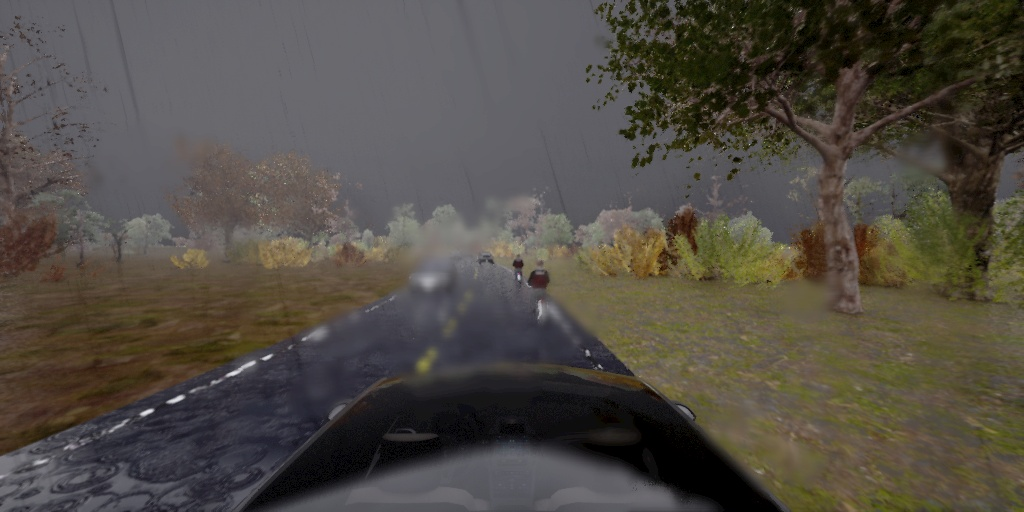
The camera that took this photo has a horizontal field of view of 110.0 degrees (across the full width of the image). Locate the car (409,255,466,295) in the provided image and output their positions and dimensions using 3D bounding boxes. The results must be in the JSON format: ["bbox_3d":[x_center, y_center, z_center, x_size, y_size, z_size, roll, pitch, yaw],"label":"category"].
[{"bbox_3d":[-3.578,0.901,17.205,2.128,1.511,4.902,0,1,-3],"label":"car"}]

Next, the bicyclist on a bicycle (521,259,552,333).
[{"bbox_3d":[0.691,0.954,9.148,0.659,1.776,1.843,0,2,-2],"label":"bicyclist on a bicycle"}]

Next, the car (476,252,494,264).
[{"bbox_3d":[-3.450,0.270,46.153,1.837,1.490,4.892,0,1,-9],"label":"car"}]

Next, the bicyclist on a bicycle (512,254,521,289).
[{"bbox_3d":[0.314,0.755,18.208,0.659,1.776,1.843,0,2,-3],"label":"bicyclist on a bicycle"}]

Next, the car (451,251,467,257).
[{"bbox_3d":[-8.921,-0.013,58.964,1.837,1.490,4.892,0,2,-11],"label":"car"}]
